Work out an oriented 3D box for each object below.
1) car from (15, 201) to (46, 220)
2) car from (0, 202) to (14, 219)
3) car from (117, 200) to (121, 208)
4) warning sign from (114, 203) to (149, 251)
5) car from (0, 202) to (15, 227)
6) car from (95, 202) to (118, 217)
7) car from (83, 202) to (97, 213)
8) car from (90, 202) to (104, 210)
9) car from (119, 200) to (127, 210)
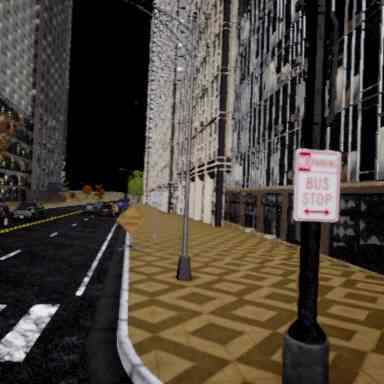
[{"bbox_3d":[-15.510,1.692,31.761,2.097,1.767,4.553,3,-2,-10],"label":"car"},{"bbox_3d":[-18.683,1.684,31.029,2.128,1.511,4.902,3,-2,-10],"label":"car"},{"bbox_3d":[-12.641,2.510,51.986,1.882,1.535,5.008,3,-2,-11],"label":"car"},{"bbox_3d":[-2.550,1.467,14.105,1.300,1.860,1.060,4,-1,-11],"label":"warning sign"},{"bbox_3d":[-13.656,1.635,21.855,1.837,1.490,4.892,3,-2,-11],"label":"car"},{"bbox_3d":[-10.667,2.326,41.775,1.837,1.490,4.892,3,-2,-10],"label":"car"},{"bbox_3d":[-15.864,2.398,52.083,2.128,1.511,4.902,3,-2,-11],"label":"car"},{"bbox_3d":[-17.970,2.628,63.230,2.128,1.511,4.902,3,-2,-11],"label":"car"},{"bbox_3d":[-14.475,2.633,67.870,2.150,2.045,5.566,3,-2,-11],"label":"car"}]
